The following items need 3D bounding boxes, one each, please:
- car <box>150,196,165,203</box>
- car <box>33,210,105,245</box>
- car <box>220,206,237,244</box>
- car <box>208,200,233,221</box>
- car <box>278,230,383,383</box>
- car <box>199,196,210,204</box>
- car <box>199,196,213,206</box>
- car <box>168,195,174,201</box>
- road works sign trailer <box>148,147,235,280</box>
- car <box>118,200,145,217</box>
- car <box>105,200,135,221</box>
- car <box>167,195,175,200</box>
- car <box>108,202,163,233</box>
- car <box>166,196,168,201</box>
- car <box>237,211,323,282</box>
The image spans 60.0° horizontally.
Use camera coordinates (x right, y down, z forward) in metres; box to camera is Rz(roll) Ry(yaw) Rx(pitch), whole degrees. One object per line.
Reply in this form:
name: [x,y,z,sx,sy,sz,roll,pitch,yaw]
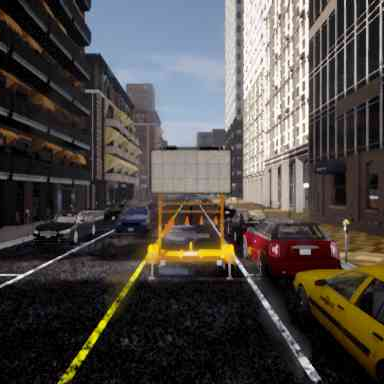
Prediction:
car: [-5.842,1.437,54.942,1.967,1.590,4.097,0,0,0]
car: [-5.733,1.545,15.403,2.008,1.369,4.403,0,0,0]
car: [2.647,1.545,15.427,2.008,1.369,4.403,0,0,0]
car: [2.617,1.558,26.723,1.947,1.339,4.313,0,0,0]
car: [2.678,1.523,4.299,1.752,1.417,4.829,0,0,0]
car: [2.506,1.552,66.263,2.008,1.369,4.403,0,0,0]
car: [2.538,1.542,54.965,1.887,1.381,4.507,0,0,0]
car: [-5.936,1.566,88.834,2.008,1.369,4.403,0,0,0]
road works sign trailer: [-0.027,0.460,9.928,2.380,3.560,2.880,0,0,0]
car: [-5.780,1.517,32.179,1.752,1.417,4.829,0,0,0]
car: [-5.765,1.558,26.700,1.947,1.339,4.313,0,0,0]
car: [-5.951,1.571,94.482,2.008,1.369,4.403,0,0,0]
car: [-3.154,1.540,19.732,2.033,1.411,5.357,0,0,0]
car: [-5.858,1.581,60.591,1.802,1.307,4.206,0,0,0]
car: [2.663,1.436,9.777,1.967,1.590,4.097,0,0,0]
